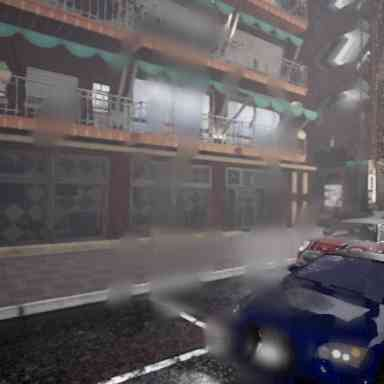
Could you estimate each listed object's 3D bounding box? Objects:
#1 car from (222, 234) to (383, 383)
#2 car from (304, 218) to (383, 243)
[{"bbox_3d":[2.457,1.601,4.823,4.181,1.385,1.994,1,0,-35],"label":"car"},{"bbox_3d":[4.878,1.515,9.566,4.097,1.590,1.967,1,0,-35],"label":"car"}]
